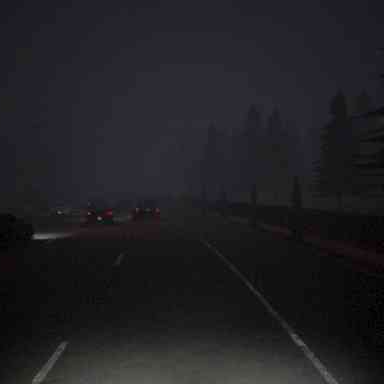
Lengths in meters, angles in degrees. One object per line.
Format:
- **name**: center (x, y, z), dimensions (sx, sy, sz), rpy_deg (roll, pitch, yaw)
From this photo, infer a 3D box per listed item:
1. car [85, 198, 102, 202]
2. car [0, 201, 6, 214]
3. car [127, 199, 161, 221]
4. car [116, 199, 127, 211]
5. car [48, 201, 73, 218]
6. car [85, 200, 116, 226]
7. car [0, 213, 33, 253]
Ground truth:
- **car**: center (-11.505, 1.431, 39.443), dimensions (2.097, 1.767, 4.553), rpy_deg (0, 0, -20)
- **car**: center (-21.415, 1.702, 35.640), dimensions (1.895, 1.301, 4.718), rpy_deg (0, 0, -21)
- **car**: center (-3.973, 1.401, 27.758), dimensions (2.097, 1.767, 4.553), rpy_deg (0, 0, -15)
- **car**: center (-8.449, 1.551, 41.282), dimensions (1.882, 1.535, 5.008), rpy_deg (0, 0, -20)
- **car**: center (-12.343, 1.597, 31.397), dimensions (1.812, 1.442, 4.674), rpy_deg (0, 0, -18)
- **car**: center (-6.621, 1.574, 24.196), dimensions (1.812, 1.442, 4.674), rpy_deg (0, 0, -13)
- **car**: center (-8.102, 1.564, 13.576), dimensions (1.812, 1.442, 4.674), rpy_deg (0, 0, -8)
